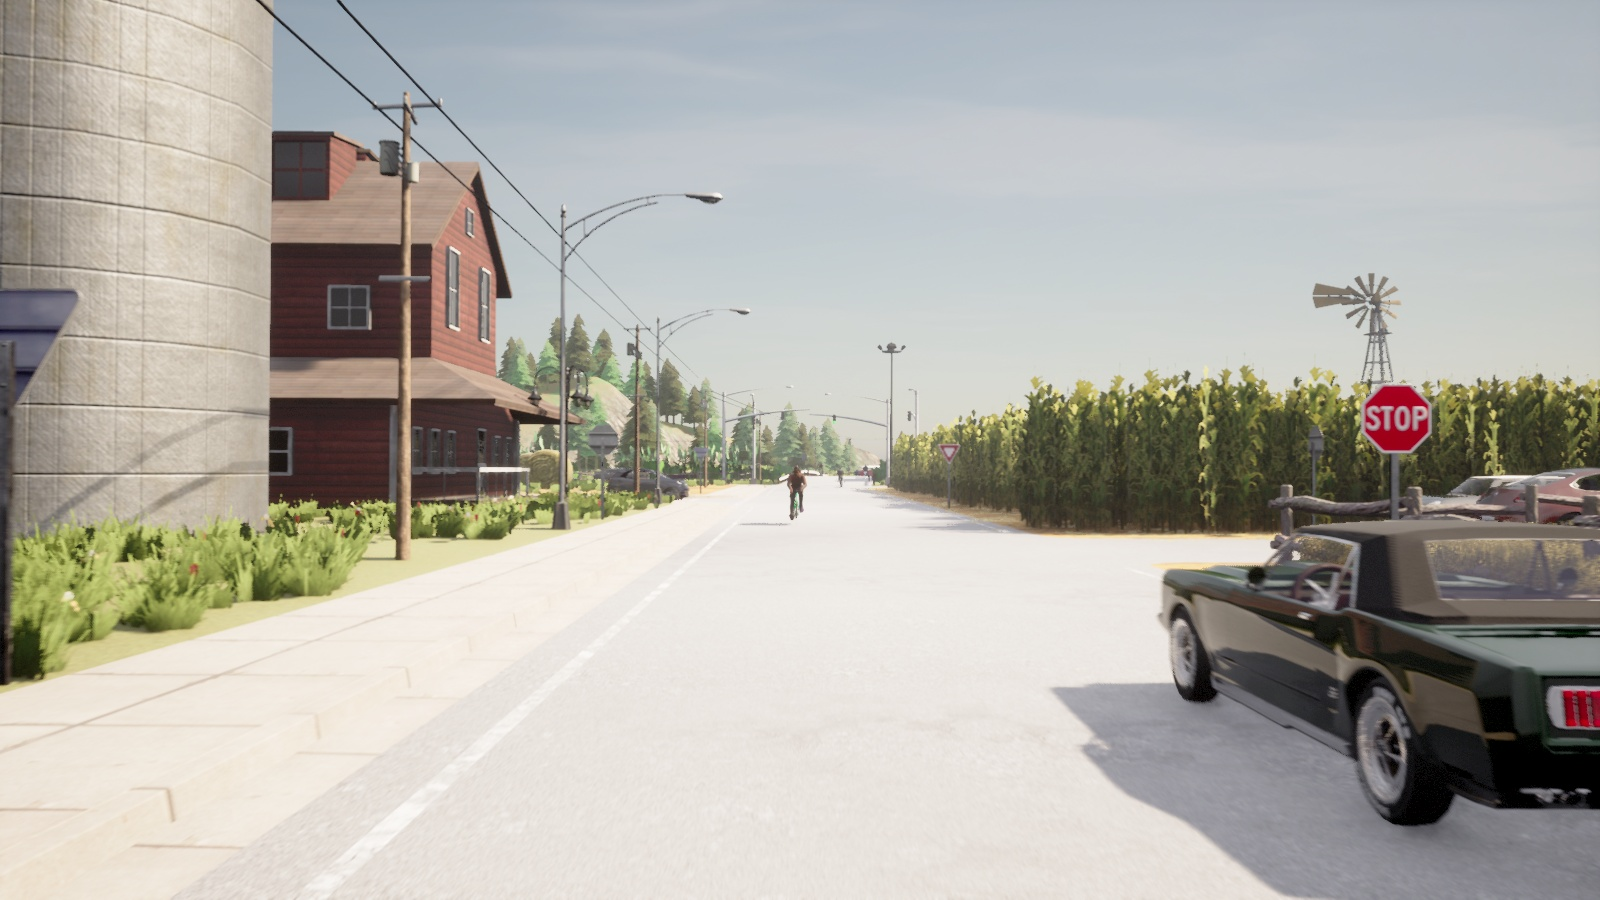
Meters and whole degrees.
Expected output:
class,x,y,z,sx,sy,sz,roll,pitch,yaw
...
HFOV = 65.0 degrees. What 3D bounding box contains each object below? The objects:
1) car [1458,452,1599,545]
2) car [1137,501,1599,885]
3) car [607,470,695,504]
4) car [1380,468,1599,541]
class,x,y,z,sx,sy,sz,roll,pitch,yaw
car,15.393,0.881,23.494,5.027,1.651,2.152,0,-1,-1
car,3.483,1.004,7.056,1.895,1.301,4.718,0,-1,0
car,-6.716,1.679,56.882,3.633,1.501,1.845,0,-1,5
car,14.635,1.117,26.555,3.806,1.475,1.970,0,-1,0
